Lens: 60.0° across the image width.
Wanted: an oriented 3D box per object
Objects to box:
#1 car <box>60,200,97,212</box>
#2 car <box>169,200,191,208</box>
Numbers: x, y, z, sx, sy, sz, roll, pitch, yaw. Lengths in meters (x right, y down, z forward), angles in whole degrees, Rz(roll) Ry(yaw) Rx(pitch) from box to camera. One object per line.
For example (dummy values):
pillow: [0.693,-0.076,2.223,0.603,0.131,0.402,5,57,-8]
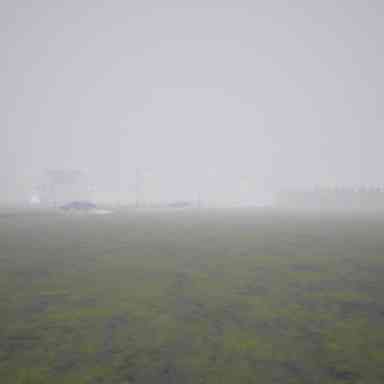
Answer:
car: [-14.767,1.808,43.489,1.882,1.535,5.008,1,0,35]
car: [-2.233,2.214,61.053,1.895,1.301,4.718,1,0,35]
